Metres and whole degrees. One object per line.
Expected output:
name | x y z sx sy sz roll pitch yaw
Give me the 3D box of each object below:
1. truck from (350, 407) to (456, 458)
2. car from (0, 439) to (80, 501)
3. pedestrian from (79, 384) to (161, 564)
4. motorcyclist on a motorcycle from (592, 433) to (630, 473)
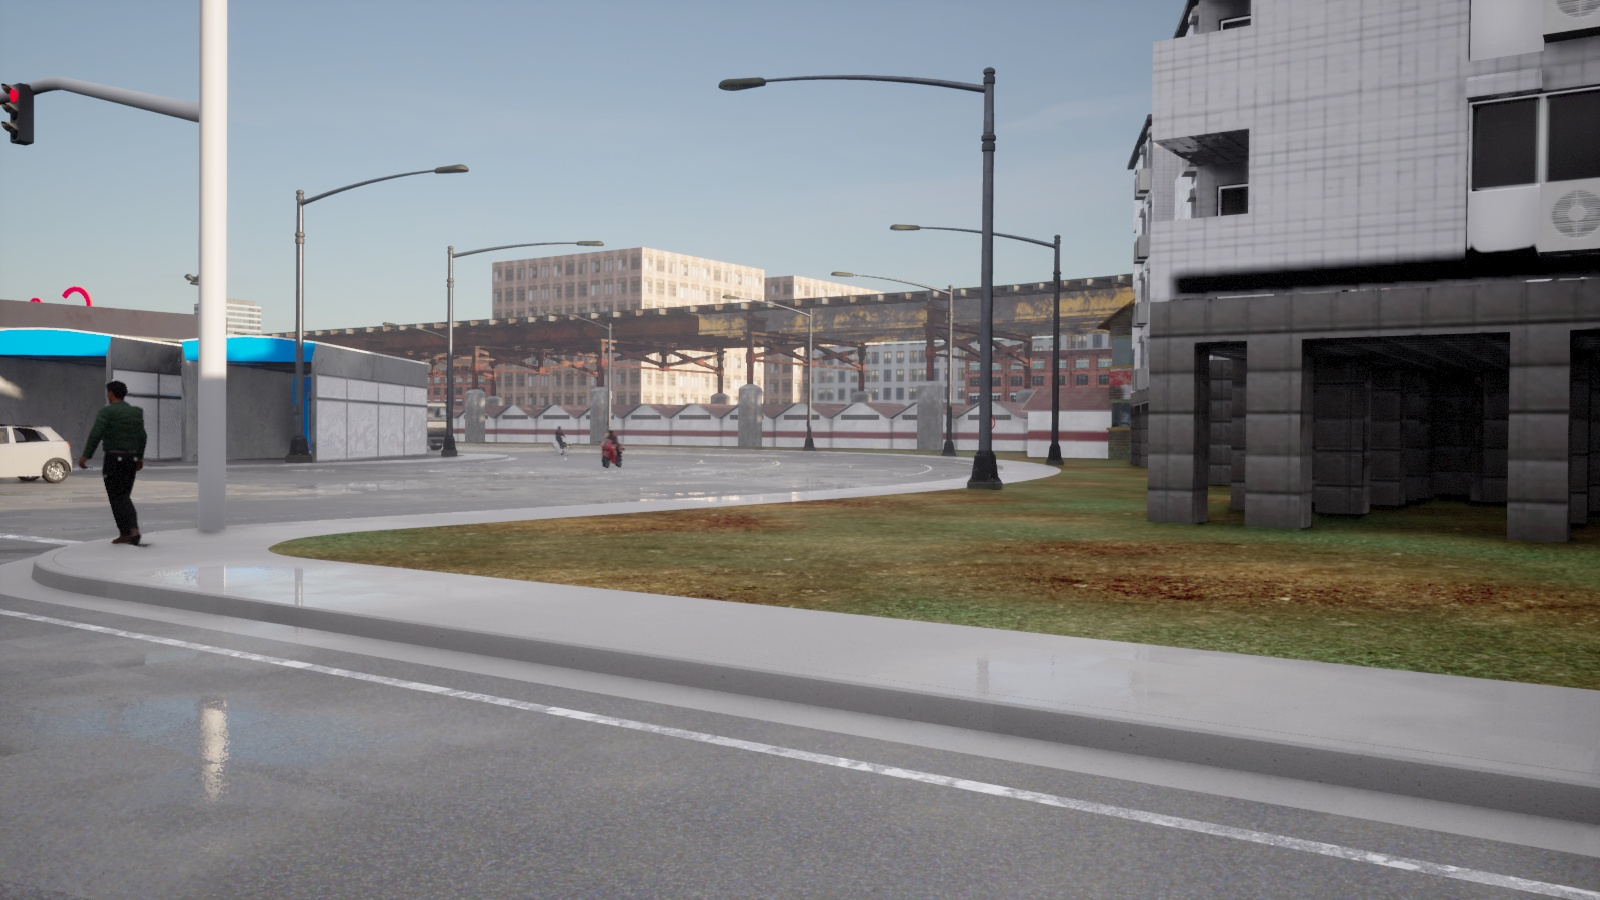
truck | -28.094 -1.207 88.698 7.936 3.462 2.891 0 1 35
car | -20.440 0.500 31.538 1.845 1.501 3.633 0 1 35
pedestrian | -7.540 0.256 13.919 0.788 1.949 0.423 0 1 31
motorcyclist on a motorcycle | -7.453 0.103 49.625 0.797 1.523 2.044 -1 1 12
